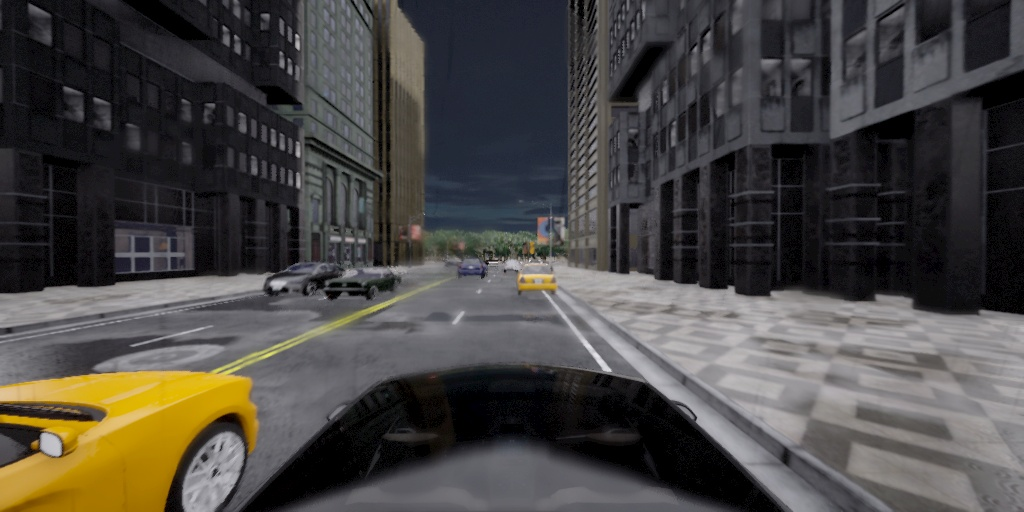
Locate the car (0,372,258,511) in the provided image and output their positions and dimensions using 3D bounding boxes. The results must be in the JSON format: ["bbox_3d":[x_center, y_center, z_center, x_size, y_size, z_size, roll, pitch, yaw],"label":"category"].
[{"bbox_3d":[-3.150,1.235,1.084,1.882,1.535,5.008,0,1,0],"label":"car"}]

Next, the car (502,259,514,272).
[{"bbox_3d":[0.036,1.097,41.194,1.812,1.442,4.674,0,0,0],"label":"car"}]

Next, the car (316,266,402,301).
[{"bbox_3d":[-6.600,1.178,16.333,1.895,1.301,4.718,0,1,0],"label":"car"}]

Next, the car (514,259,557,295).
[{"bbox_3d":[1.137,1.020,17.917,1.801,1.575,5.366,0,0,0],"label":"car"}]

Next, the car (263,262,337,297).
[{"bbox_3d":[-9.849,1.059,17.494,2.128,1.511,4.902,0,0,0],"label":"car"}]

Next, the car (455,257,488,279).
[{"bbox_3d":[-3.151,0.892,29.798,2.097,1.767,4.553,0,0,0],"label":"car"}]

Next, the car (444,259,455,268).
[{"bbox_3d":[-9.783,1.233,59.012,2.033,1.411,5.357,0,-1,1],"label":"car"}]
